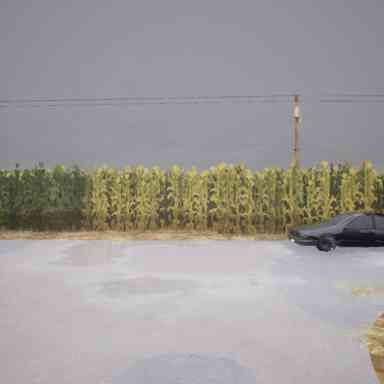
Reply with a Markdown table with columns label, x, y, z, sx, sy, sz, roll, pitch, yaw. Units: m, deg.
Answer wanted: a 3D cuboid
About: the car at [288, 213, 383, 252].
| label | x | y | z | sx | sy | sz | roll | pitch | yaw |
| --- | --- | --- | --- | --- | --- | --- | --- | --- | --- |
| car | 6.644 | 1.530 | 13.124 | 5.357 | 1.411 | 2.033 | 0 | 0 | 0 |
